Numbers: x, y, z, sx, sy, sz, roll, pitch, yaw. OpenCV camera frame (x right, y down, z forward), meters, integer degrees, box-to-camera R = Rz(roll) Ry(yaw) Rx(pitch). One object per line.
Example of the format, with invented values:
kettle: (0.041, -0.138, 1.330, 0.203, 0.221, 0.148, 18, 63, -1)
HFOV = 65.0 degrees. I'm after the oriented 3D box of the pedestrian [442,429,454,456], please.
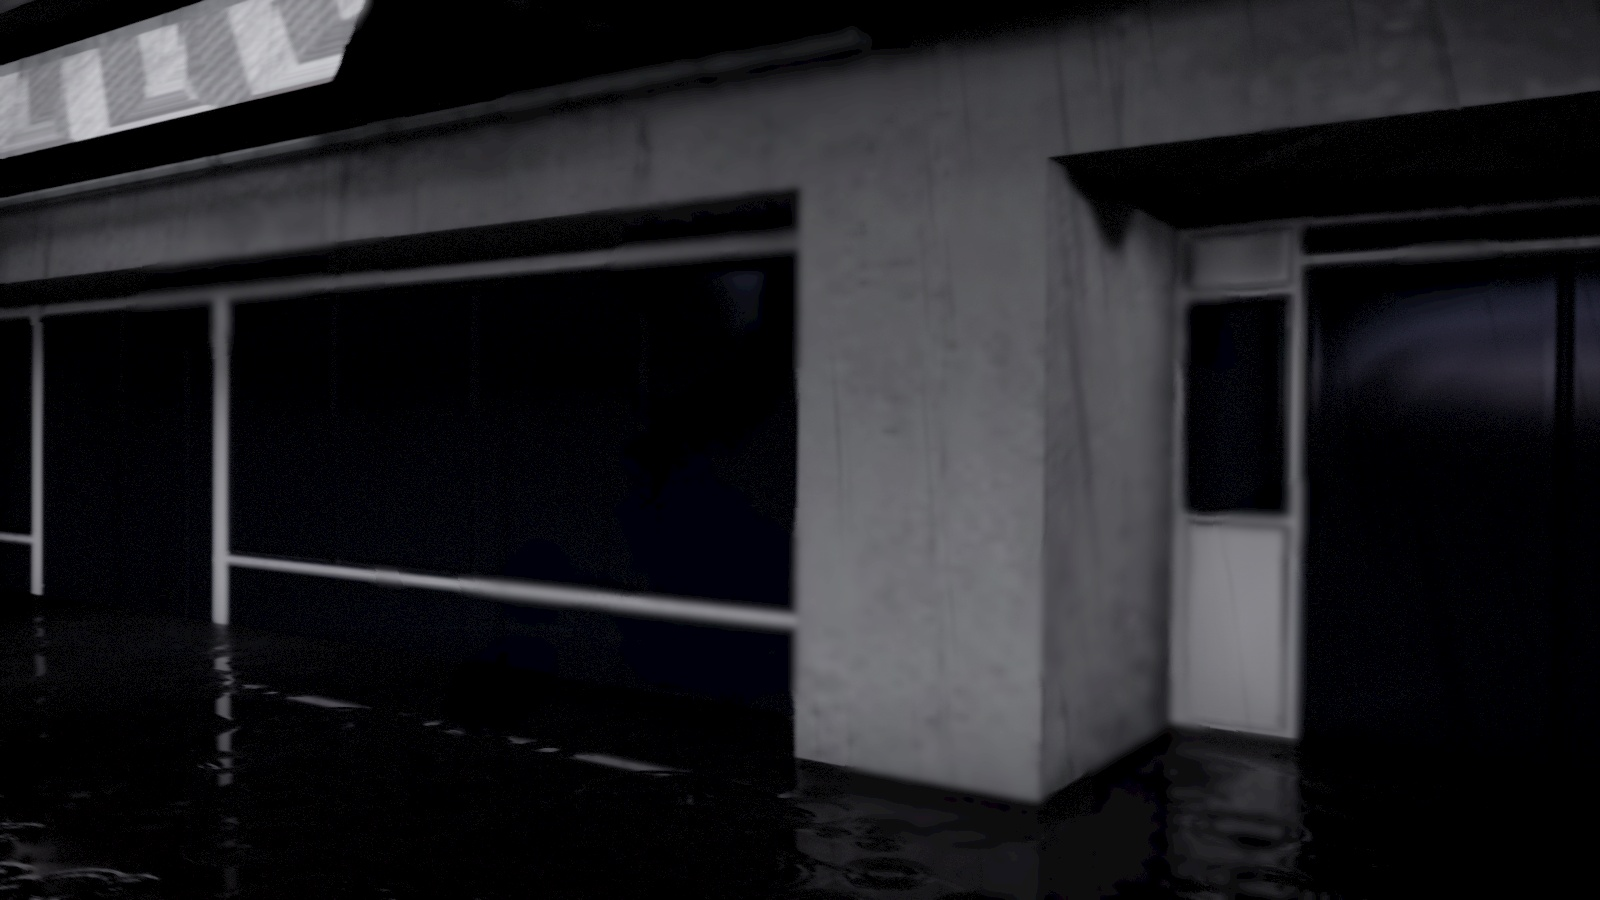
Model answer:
pedestrian: (-24.298, -0.526, 86.598, 0.354, 1.836, 0.706, 0, 1, 31)
